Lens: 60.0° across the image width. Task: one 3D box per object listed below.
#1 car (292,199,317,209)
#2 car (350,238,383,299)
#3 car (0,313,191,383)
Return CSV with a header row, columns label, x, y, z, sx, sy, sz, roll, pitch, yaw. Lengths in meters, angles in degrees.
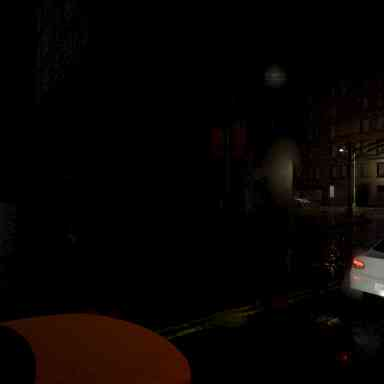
label,x,y,z,sx,sy,sz,roll,pitch,yaw
car,13.985,1.550,44.211,1.895,1.301,4.718,1,0,-36
car,5.238,1.529,7.173,4.674,1.442,1.812,0,0,-35
car,-2.264,1.477,1.828,5.008,1.535,1.882,0,0,-35
